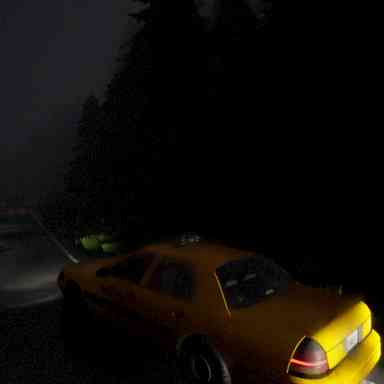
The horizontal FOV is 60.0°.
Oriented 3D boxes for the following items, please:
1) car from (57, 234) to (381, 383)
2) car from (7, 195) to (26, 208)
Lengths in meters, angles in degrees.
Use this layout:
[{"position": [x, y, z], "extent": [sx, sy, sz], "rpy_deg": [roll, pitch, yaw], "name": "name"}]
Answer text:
[{"position": [-0.249, 1.418, 5.079], "extent": [5.366, 1.575, 1.801], "rpy_deg": [1, 1, 44], "name": "car"}, {"position": [-21.126, 1.060, 40.058], "extent": [2.128, 1.511, 4.902], "rpy_deg": [-2, 2, -26], "name": "car"}]
